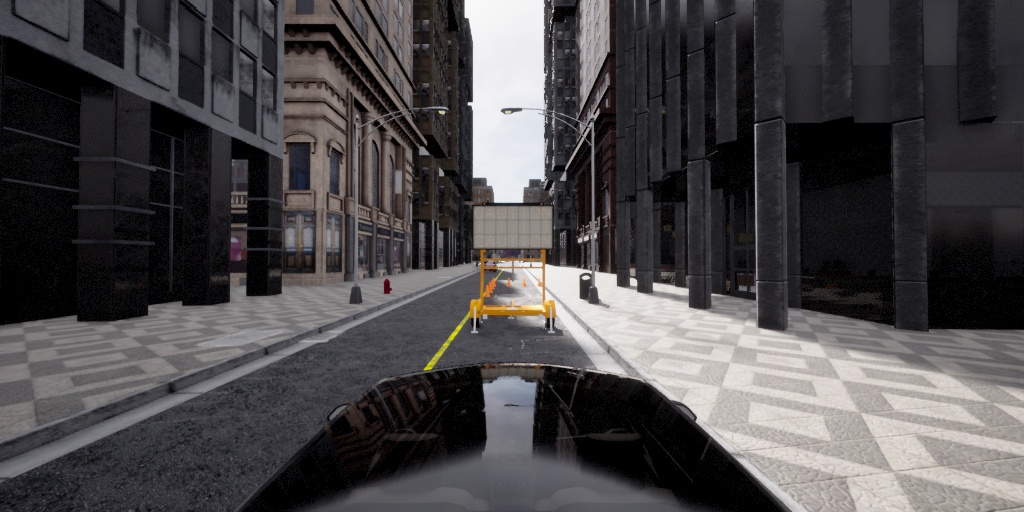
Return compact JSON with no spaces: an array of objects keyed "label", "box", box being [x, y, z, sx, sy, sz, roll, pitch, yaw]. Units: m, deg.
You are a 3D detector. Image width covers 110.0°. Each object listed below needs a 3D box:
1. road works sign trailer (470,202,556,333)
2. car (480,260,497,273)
[{"label":"road works sign trailer","box":[0.029,0.217,10.712,2.380,3.560,2.880,0,0,0]},{"label":"car","box":[-2.866,1.268,43.831,1.882,1.535,5.008,0,0,0]}]
